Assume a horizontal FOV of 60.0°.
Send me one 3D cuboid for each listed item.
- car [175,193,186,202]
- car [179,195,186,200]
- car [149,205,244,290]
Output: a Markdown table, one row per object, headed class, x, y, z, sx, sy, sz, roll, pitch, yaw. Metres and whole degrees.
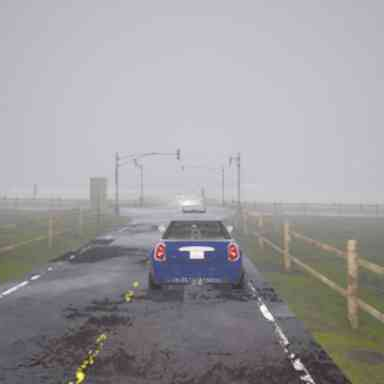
| class | x | y | z | sx | sy | sz | roll | pitch | yaw |
| --- | --- | --- | --- | --- | --- | --- | --- | --- | --- |
| car | -2.625 | 1.209 | 74.581 | 2.150 | 2.045 | 5.566 | 0 | 0 | 0 |
| car | -2.551 | 1.578 | 90.155 | 1.895 | 1.301 | 4.718 | 0 | 0 | 0 |
| car | 0.106 | 1.348 | 9.193 | 2.097 | 1.767 | 4.553 | 0 | 0 | 0 |
